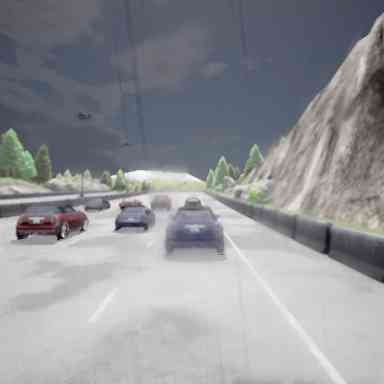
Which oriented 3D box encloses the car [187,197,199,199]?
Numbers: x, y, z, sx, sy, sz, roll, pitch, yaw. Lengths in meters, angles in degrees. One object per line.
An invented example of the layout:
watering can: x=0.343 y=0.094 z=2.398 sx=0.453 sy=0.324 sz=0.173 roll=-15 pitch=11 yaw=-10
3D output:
car: x=0.101 y=1.299 z=36.781 sx=1.812 sy=1.442 sz=4.674 roll=0 pitch=1 yaw=0

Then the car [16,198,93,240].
car: x=-6.899 y=1.309 z=16.900 sx=2.097 sy=1.767 sz=4.553 roll=0 pitch=0 yaw=0

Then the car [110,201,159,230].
car: x=-3.399 y=1.498 z=20.518 sx=1.994 sy=1.385 sz=4.181 roll=0 pitch=0 yaw=0

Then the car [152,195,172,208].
car: x=-3.400 y=1.114 z=37.704 sx=2.097 sy=1.767 sz=4.553 roll=0 pitch=1 yaw=0

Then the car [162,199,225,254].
car: x=0.101 y=1.326 z=13.539 sx=2.097 sy=1.767 sz=4.553 roll=0 pitch=0 yaw=0

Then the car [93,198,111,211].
car: x=-10.400 y=1.336 z=36.900 sx=1.994 sy=1.385 sz=4.181 roll=0 pitch=1 yaw=0

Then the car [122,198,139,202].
car: x=-6.900 y=1.362 z=37.769 sx=1.895 sy=1.301 sz=4.718 roll=0 pitch=1 yaw=0
